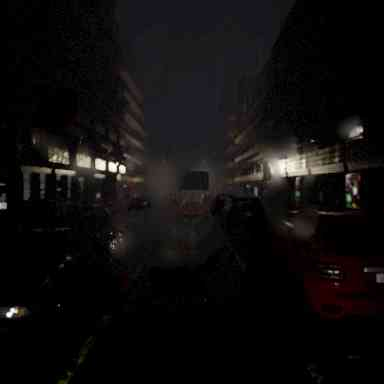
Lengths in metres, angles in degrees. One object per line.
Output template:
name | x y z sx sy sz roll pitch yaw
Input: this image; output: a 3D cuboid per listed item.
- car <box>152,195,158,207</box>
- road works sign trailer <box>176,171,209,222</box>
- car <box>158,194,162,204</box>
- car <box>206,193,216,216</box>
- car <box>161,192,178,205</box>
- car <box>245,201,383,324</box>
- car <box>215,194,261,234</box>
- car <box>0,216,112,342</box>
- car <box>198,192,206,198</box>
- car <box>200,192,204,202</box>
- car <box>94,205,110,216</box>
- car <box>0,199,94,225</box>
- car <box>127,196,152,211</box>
car | -5.664 1.239 40.639 1.802 1.307 4.206 -1 0 0
road works sign trailer | 0.025 0.261 24.038 2.380 3.560 2.880 0 0 1
car | -5.654 1.114 51.843 2.008 1.369 4.403 -1 0 0
car | 2.703 1.067 29.398 2.192 1.841 5.009 -1 0 0
car | -3.036 1.116 48.682 1.812 1.442 4.674 0 1 0
car | 2.684 1.255 6.990 2.192 1.841 5.009 -1 0 0
car | 2.693 1.161 18.194 2.192 1.841 5.009 -1 0 0
car | -3.093 1.487 6.968 2.033 1.411 5.357 0 0 0
car | 2.760 0.805 91.020 1.947 1.339 4.313 -1 0 0
car | 2.730 1.041 57.579 1.752 1.417 4.829 -1 0 0
car | -5.691 1.396 18.232 2.008 1.369 4.403 -1 0 0
car | -5.681 1.207 12.628 2.192 1.841 5.009 -1 0 0
car | -5.669 1.286 35.038 1.802 1.307 4.206 -1 0 0
